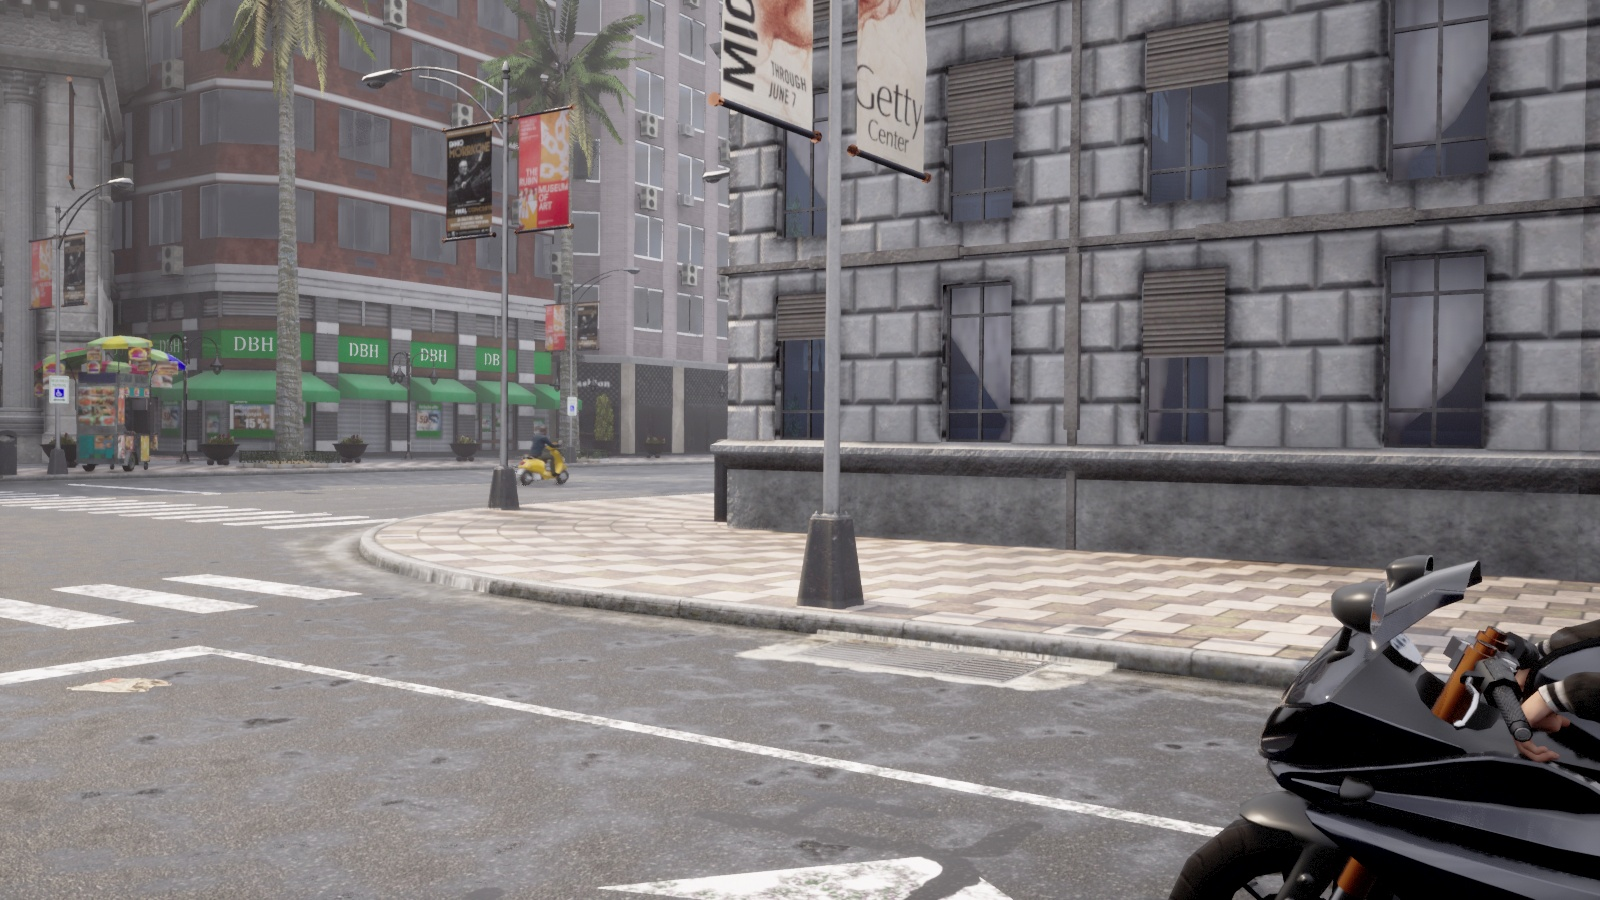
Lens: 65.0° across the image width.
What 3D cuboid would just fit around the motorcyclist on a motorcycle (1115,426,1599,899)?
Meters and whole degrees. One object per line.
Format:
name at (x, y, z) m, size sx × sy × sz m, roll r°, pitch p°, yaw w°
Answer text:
motorcyclist on a motorcycle at (1.824, 0.717, 2.412) m, size 2.191 × 1.530 × 0.866 m, roll 0°, pitch 1°, yaw 34°

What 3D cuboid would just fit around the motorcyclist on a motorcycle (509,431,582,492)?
motorcyclist on a motorcycle at (-6.821, 0.286, 33.740) m, size 0.866 × 1.590 × 1.817 m, roll 0°, pitch 1°, yaw 34°
